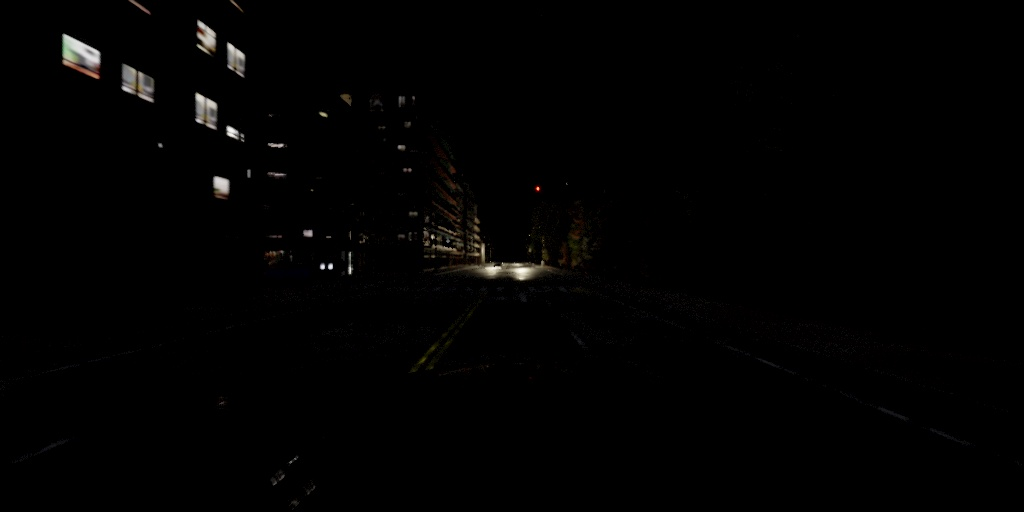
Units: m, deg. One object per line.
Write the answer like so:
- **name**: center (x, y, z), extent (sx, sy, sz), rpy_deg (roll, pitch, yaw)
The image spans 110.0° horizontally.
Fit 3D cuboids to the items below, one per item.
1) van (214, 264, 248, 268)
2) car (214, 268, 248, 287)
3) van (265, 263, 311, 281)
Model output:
- **van**: center (-28.314, 1.690, 36.374), extent (3.998, 1.789, 1.690), rpy_deg (0, 0, -1)
- **car**: center (-22.627, 1.826, 28.104), extent (4.207, 1.307, 1.802), rpy_deg (0, 0, -1)
- **van**: center (-22.713, 1.617, 36.451), extent (3.998, 1.789, 1.690), rpy_deg (0, 0, -1)
